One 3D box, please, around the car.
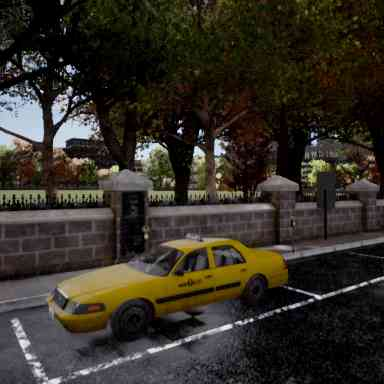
[{"bbox_3d":[-0.172,1.524,6.448,4.829,1.417,1.752,0,0,-36],"label":"car"}]
